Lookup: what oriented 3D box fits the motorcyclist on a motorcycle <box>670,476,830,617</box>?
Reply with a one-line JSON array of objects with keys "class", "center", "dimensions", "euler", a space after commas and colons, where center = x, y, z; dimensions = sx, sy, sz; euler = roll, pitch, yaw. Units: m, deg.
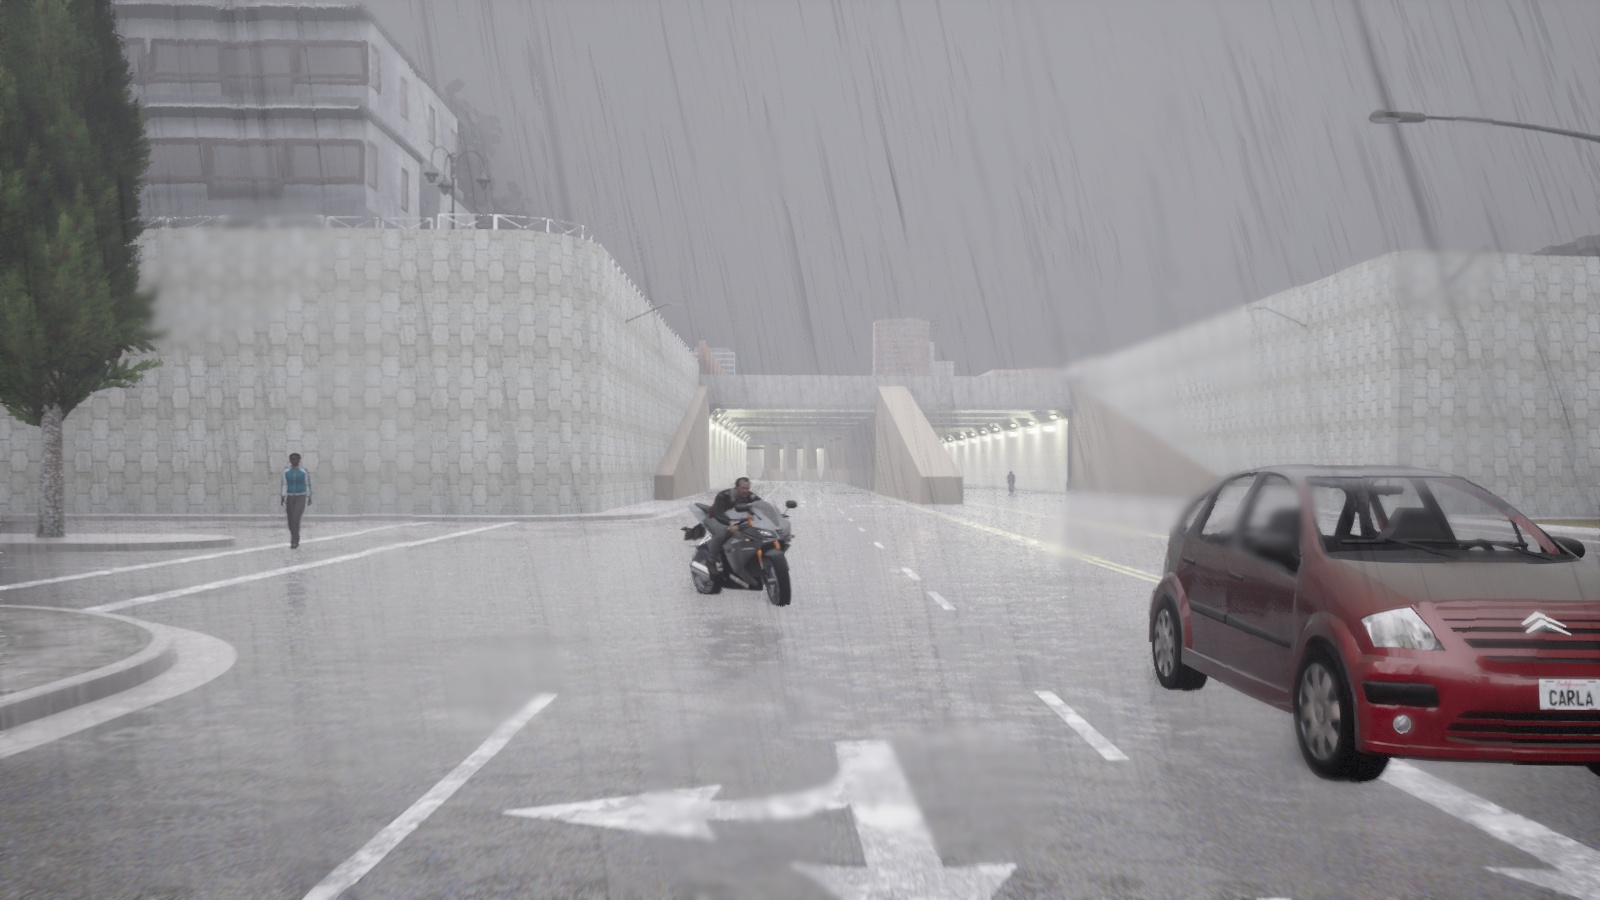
[{"class": "motorcyclist on a motorcycle", "center": [-0.649, 1.107, 15.240], "dimensions": [0.866, 1.530, 2.191], "euler": [-3, 0, -34]}]

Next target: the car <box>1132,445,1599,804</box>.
[{"class": "car", "center": [3.488, 0.825, 7.671], "dimensions": [1.851, 1.617, 3.988], "euler": [0, -1, 0]}]

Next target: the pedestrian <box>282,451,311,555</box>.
[{"class": "pedestrian", "center": [-9.496, 0.994, 23.688], "dimensions": [0.396, 1.930, 0.692], "euler": [0, -1, -12]}]
